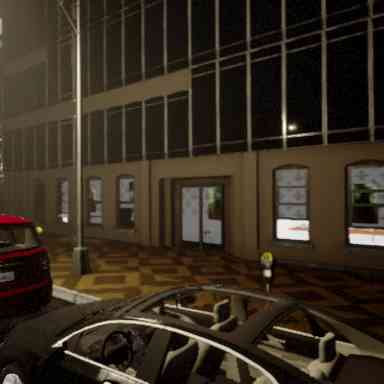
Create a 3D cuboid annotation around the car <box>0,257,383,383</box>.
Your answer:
[{"bbox_3d":[-0.058,1.550,2.925,4.403,1.369,2.008,0,0,35],"label":"car"}]

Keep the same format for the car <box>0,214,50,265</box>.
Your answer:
[{"bbox_3d":[-4.650,1.313,6.202,5.009,1.841,2.192,0,0,35],"label":"car"}]
